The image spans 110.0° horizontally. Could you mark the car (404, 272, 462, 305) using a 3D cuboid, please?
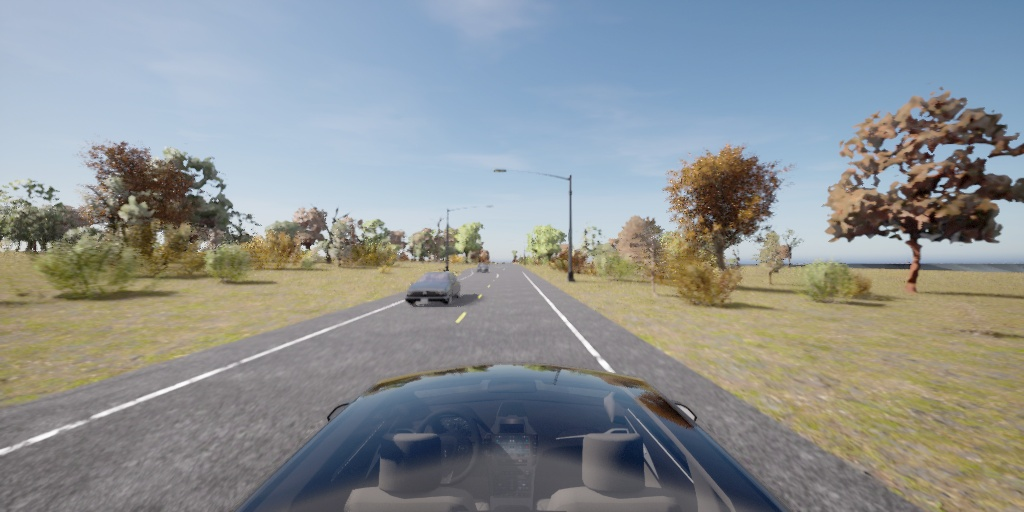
[{"bbox_3d":[-3.597,1.475,17.389,2.033,1.411,5.357,0,-1,0],"label":"car"}]

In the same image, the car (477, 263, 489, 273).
[{"bbox_3d":[-4.649,1.899,57.451,2.128,1.511,4.902,0,-1,-6],"label":"car"}]
